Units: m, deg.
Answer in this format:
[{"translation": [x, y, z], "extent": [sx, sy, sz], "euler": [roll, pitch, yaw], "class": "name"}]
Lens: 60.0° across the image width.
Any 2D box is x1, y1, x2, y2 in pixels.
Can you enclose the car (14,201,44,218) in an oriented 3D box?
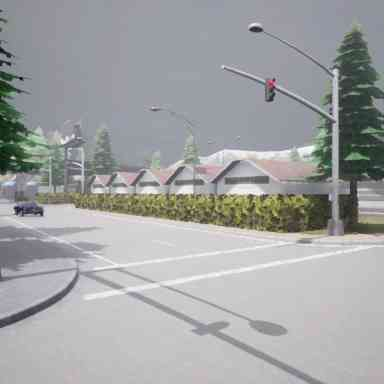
[{"translation": [-14.976, 1.542, 30.498], "extent": [1.895, 1.301, 4.718], "euler": [0, 0, -36], "class": "car"}]
